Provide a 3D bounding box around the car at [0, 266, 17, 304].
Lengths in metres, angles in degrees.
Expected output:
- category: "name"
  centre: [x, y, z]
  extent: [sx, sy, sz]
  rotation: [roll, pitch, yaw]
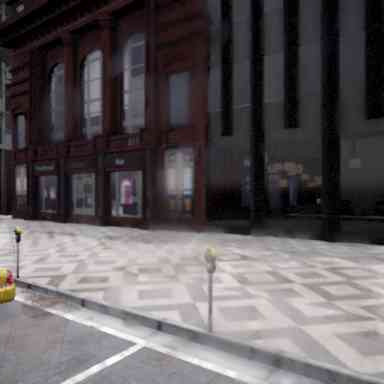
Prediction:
- category: "car"
  centre: [-5.511, 1.583, 6.900]
  extent: [4.829, 1.417, 1.752]
  rotation: [0, 0, 36]
